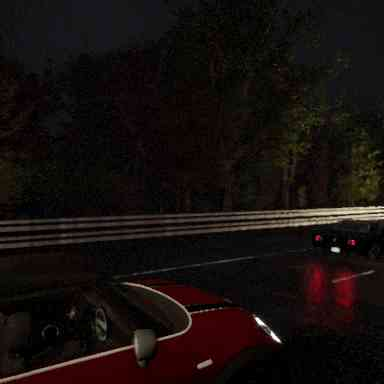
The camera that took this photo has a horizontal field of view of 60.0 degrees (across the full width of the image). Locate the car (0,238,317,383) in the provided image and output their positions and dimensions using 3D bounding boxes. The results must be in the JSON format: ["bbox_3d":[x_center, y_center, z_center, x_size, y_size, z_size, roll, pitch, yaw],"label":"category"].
[{"bbox_3d":[-1.245,1.355,2.852,4.553,1.767,2.097,0,0,-35],"label":"car"}]

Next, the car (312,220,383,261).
[{"bbox_3d":[6.748,1.705,12.695,4.718,1.301,1.895,0,0,-35],"label":"car"}]
